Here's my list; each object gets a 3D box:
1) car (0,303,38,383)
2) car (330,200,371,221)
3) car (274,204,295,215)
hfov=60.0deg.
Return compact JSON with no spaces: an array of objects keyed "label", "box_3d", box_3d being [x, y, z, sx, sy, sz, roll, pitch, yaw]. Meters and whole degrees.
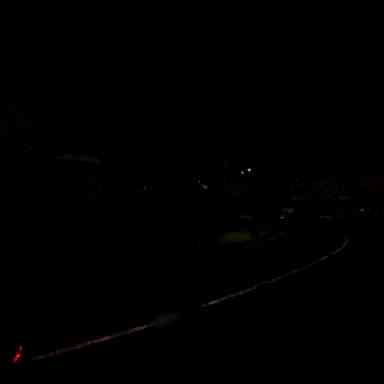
[{"label":"car","box_3d":[-3.492,1.504,1.713,4.902,1.511,2.128,1,-1,-35]},{"label":"car","box_3d":[16.524,1.862,34.853,2.150,2.045,5.566,0,-1,1]},{"label":"car","box_3d":[12.776,2.359,46.191,1.812,1.442,4.674,0,-1,-1]}]
